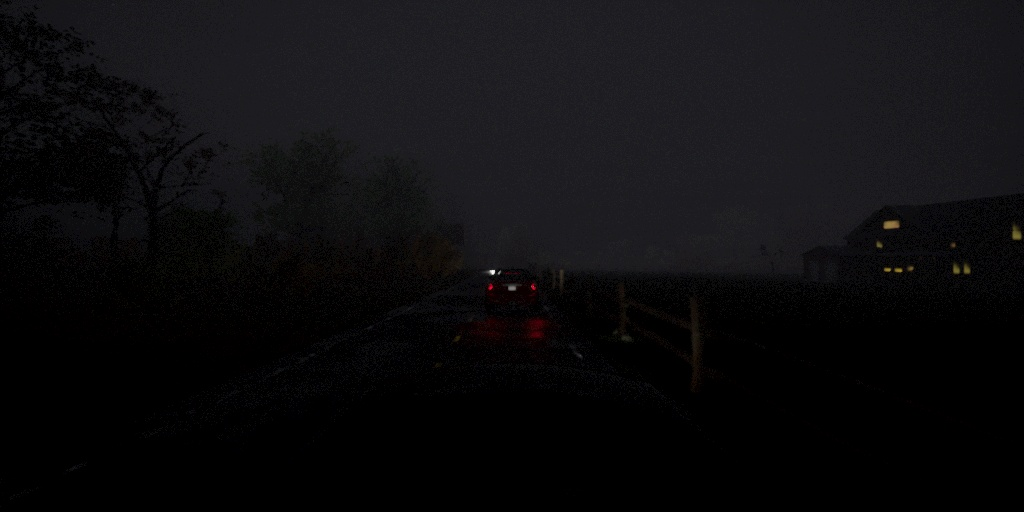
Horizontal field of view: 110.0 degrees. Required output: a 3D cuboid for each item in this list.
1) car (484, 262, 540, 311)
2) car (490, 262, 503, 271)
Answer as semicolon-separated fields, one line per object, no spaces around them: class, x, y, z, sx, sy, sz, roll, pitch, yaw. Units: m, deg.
car;0.017;1.230;15.260;2.097;1.767;4.553;0;-1;0
car;-2.767;1.833;64.415;2.128;1.511;4.902;0;-1;0
